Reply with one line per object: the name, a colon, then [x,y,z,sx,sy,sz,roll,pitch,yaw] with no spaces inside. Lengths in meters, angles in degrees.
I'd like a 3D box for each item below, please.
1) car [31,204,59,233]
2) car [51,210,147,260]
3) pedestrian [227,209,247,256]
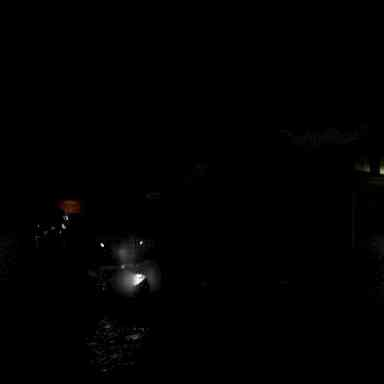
car: [-9.352,1.538,21.144,2.097,1.767,4.553,3,-2,-35]
car: [-3.730,1.640,13.077,2.033,1.411,5.357,2,-2,-35]
pedestrian: [1.690,1.500,12.596,0.375,1.860,0.375,2,-1,-34]
